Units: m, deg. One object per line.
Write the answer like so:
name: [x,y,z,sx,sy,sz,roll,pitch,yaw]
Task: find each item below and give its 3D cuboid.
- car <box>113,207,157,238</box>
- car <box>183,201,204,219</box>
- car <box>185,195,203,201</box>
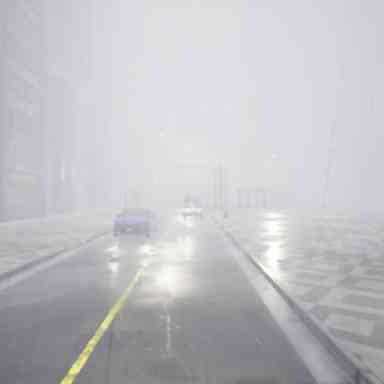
car: [-3.095,1.633,18.839,1.882,1.535,5.008,0,-1,0]
car: [0.100,1.867,32.396,1.895,1.301,4.718,0,0,0]
car: [0.179,1.564,42.958,2.150,2.045,5.566,0,0,5]
